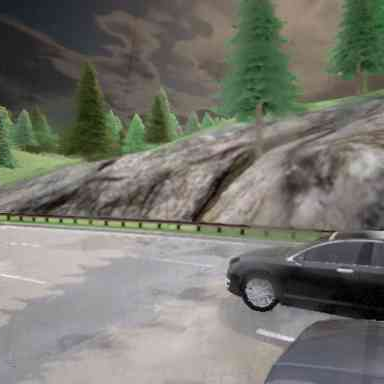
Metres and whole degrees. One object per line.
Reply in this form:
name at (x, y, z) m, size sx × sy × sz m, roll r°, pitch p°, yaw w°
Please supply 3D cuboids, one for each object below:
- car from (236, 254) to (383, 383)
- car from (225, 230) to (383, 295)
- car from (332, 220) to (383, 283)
car at (3.064, 1.535, 1.761) m, size 5.357 × 1.411 × 2.033 m, roll 0°, pitch 1°, yaw 36°
car at (2.946, 1.455, 5.959) m, size 4.892 × 1.490 × 1.837 m, roll 0°, pitch 0°, yaw 34°
car at (6.119, 1.537, 8.074) m, size 4.718 × 1.301 × 1.895 m, roll 0°, pitch 1°, yaw 36°
